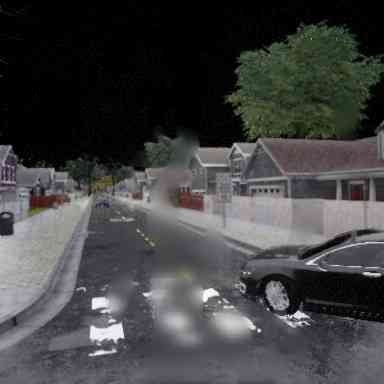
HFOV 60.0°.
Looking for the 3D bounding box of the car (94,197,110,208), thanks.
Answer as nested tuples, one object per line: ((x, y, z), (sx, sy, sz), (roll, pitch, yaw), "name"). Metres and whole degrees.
((-12.593, 1.389, 46.495), (2.033, 1.411, 5.357), (-1, 0, -16), "car")

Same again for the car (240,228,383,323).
((3.238, 1.415, 5.823), (4.892, 1.490, 1.837), (0, 3, 30), "car")
